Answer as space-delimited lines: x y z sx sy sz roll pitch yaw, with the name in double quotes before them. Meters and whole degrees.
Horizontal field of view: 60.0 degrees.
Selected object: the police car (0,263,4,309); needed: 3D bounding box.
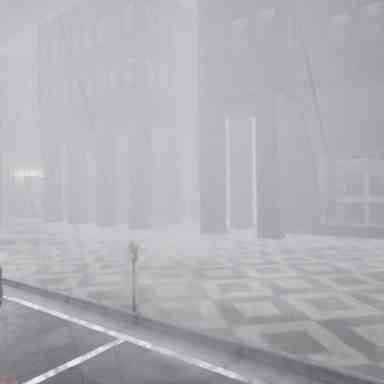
"police car" -5.717 1.530 6.560 5.238 1.638 1.930 -1 0 36
